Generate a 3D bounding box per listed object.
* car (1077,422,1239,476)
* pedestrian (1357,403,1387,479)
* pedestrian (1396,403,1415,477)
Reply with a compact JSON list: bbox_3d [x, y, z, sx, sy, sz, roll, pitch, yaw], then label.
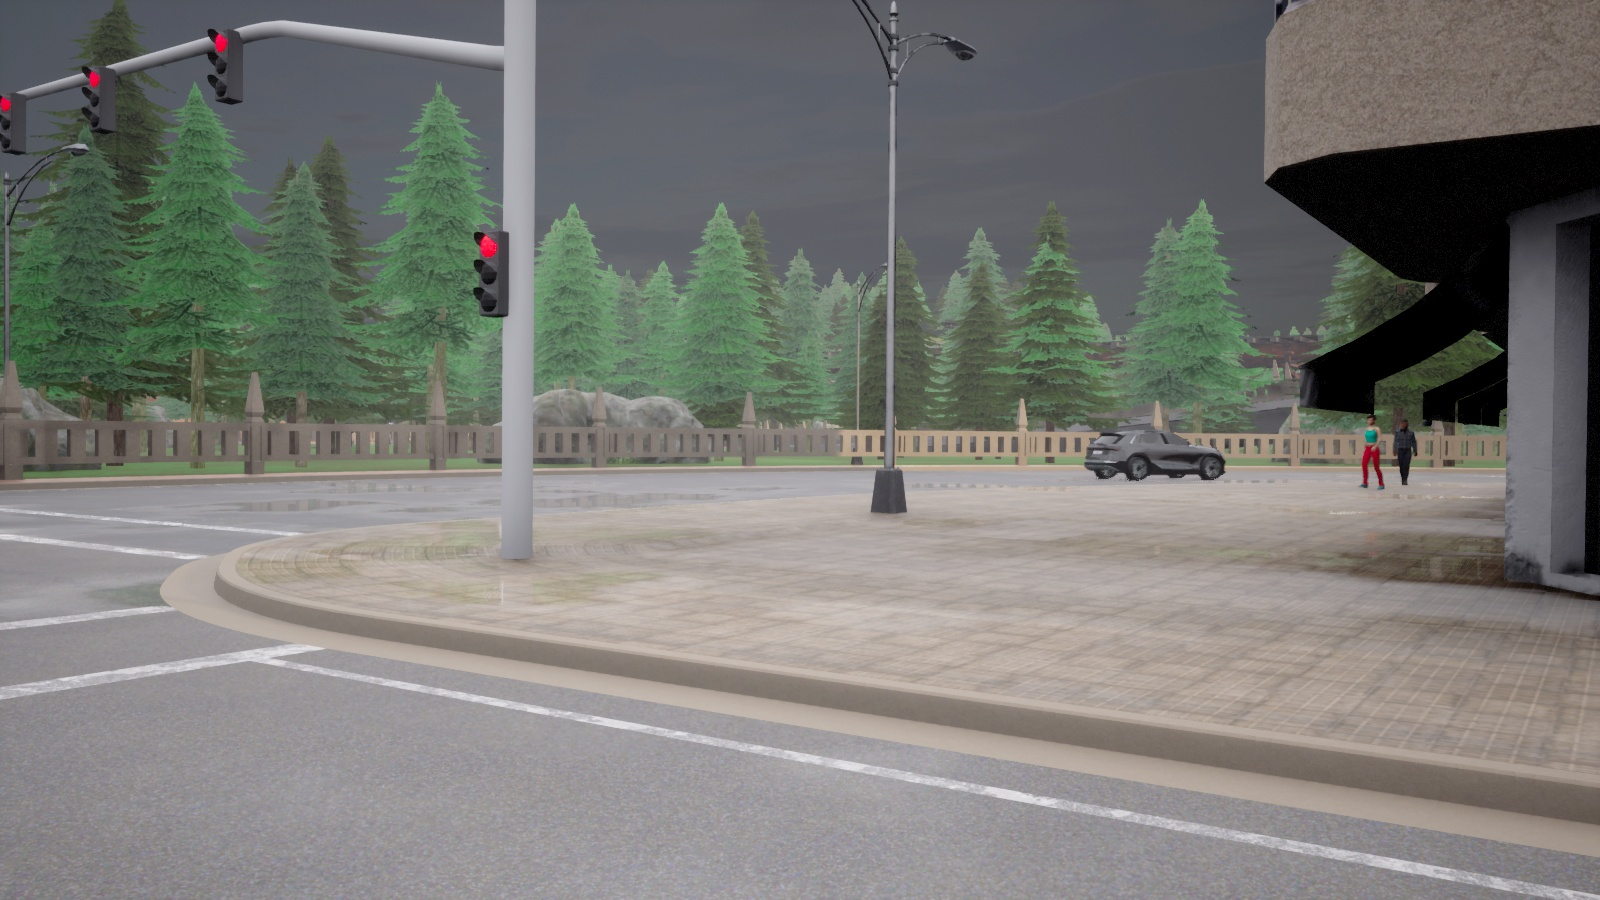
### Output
[{"bbox_3d":[11.634,-0.057,40.835,4.856,1.649,2.033,-1,1,-22],"label":"car"},{"bbox_3d":[13.905,-0.214,30.547,0.594,1.836,0.345,-1,1,-23],"label":"pedestrian"},{"bbox_3d":[16.192,-0.281,33.594,0.423,1.949,0.788,0,1,28],"label":"pedestrian"}]
